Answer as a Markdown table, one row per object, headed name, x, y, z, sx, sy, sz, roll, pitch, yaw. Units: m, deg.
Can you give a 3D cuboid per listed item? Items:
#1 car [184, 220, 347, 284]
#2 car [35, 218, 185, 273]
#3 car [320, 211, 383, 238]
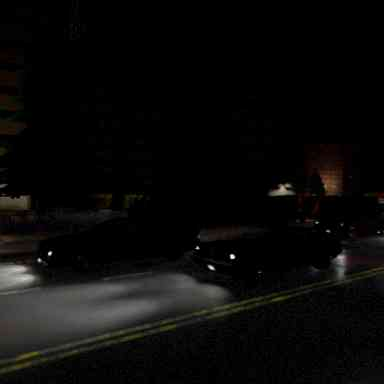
| name | x | y | z | sx | sy | sz | roll | pitch | yaw |
| --- | --- | --- | --- | --- | --- | --- | --- | --- | --- |
| car | 2.321 | 1.668 | 9.870 | 4.718 | 1.301 | 1.895 | 1 | 0 | -35 |
| car | -2.156 | 1.584 | 11.010 | 5.357 | 1.411 | 2.033 | 1 | 0 | -35 |
| car | 8.984 | 1.767 | 18.736 | 4.718 | 1.301 | 1.895 | 1 | 0 | -34 |
